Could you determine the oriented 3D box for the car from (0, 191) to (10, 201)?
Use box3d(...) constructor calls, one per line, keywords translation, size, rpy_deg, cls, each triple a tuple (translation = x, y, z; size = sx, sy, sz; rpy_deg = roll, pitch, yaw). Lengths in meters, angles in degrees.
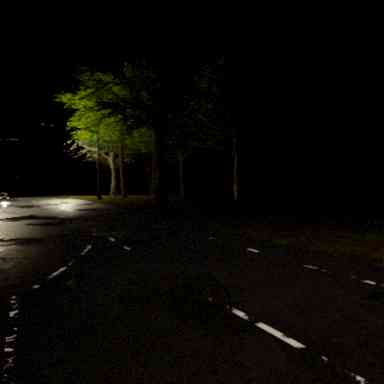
box3d(translation=(-28.905, 0.668, 50.615), size=(2.128, 1.511, 4.902), rpy_deg=(-2, 2, -26), cls="car")
